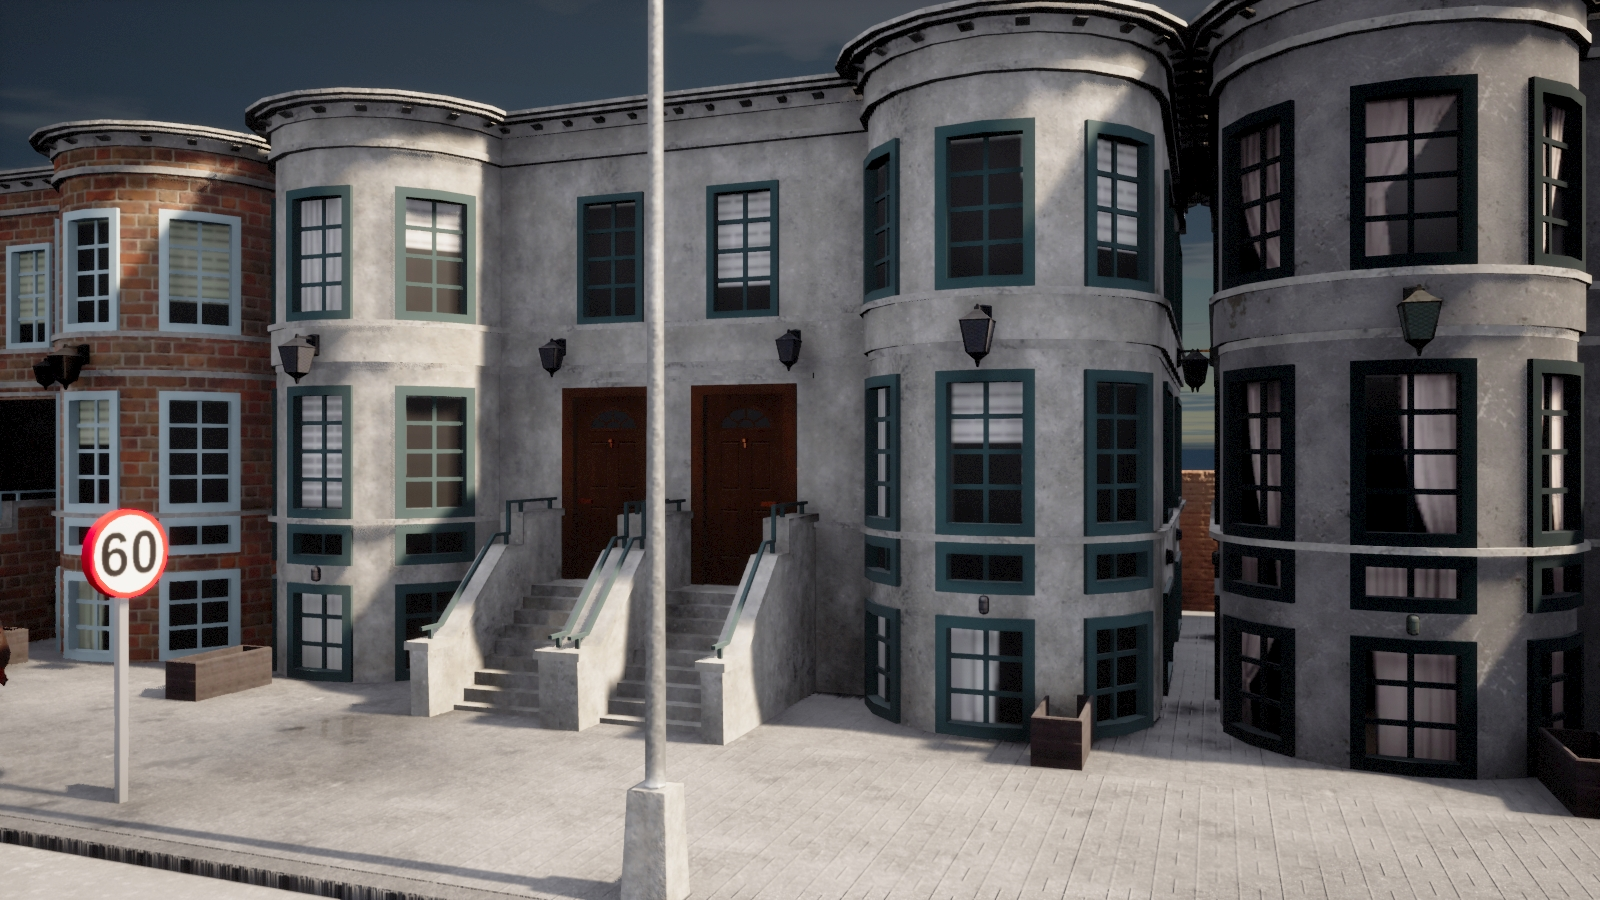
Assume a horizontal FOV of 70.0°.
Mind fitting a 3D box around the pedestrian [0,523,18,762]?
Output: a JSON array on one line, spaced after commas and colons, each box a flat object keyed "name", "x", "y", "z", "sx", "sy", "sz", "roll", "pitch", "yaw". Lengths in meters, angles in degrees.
[{"name": "pedestrian", "x": -6.470, "y": 1.524, "z": 9.071, "sx": 0.375, "sy": 1.860, "sz": 0.375, "roll": 0, "pitch": 0, "yaw": -43}]
